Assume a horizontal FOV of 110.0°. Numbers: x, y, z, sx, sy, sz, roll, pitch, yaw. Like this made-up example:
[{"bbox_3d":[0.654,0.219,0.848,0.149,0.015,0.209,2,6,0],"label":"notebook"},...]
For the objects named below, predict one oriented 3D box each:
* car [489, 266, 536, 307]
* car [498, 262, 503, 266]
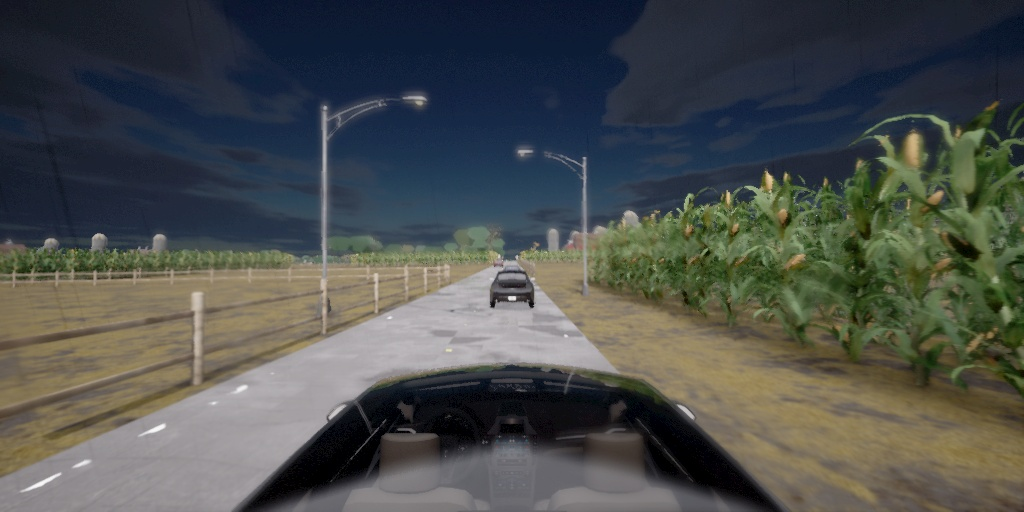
[{"bbox_3d":[0.010,1.376,16.150,1.837,1.490,4.892,0,0,0],"label":"car"},{"bbox_3d":[0.017,1.519,31.195,1.994,1.385,4.181,0,0,0],"label":"car"}]
